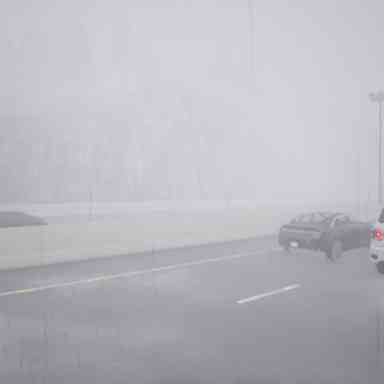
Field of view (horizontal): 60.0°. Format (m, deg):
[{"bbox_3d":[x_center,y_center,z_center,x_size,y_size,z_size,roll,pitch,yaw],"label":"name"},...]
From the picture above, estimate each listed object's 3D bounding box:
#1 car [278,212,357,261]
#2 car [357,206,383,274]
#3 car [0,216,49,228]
[{"bbox_3d":[5.202,1.485,12.313,4.902,1.511,2.128,0,0,-39],"label":"car"},{"bbox_3d":[7.059,1.212,9.285,5.566,2.045,2.150,0,0,-39],"label":"car"},{"bbox_3d":[-8.931,1.539,14.904,4.674,1.442,1.812,0,0,-36],"label":"car"}]
